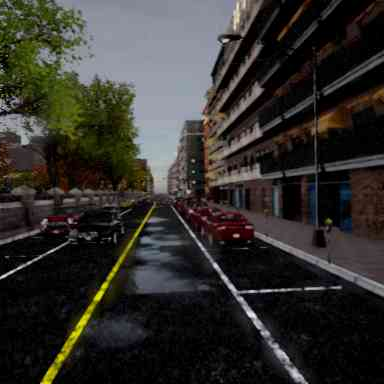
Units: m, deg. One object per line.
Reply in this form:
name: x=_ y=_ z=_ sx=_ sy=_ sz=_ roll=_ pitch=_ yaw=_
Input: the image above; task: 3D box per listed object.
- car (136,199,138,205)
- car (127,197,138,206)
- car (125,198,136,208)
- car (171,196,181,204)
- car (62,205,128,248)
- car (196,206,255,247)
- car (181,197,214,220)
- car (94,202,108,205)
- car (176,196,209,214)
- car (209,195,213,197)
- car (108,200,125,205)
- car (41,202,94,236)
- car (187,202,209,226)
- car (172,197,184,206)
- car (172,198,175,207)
car: x=-10.932 y=1.810 z=58.887 sx=2.008 sy=1.369 sz=4.403 roll=-1 pitch=0 yaw=-5
car: x=-11.425 y=1.802 z=64.326 sx=1.752 sy=1.417 sz=4.829 roll=-1 pitch=0 yaw=-5
car: x=-10.410 y=1.767 z=53.110 sx=1.752 sy=1.417 sz=4.829 roll=-1 pitch=0 yaw=-5
car: x=-3.111 y=1.639 z=65.421 sx=1.752 sy=1.417 sz=4.829 roll=-1 pitch=0 yaw=-5
car: x=-4.315 y=1.595 z=15.575 sx=1.837 sy=1.490 sz=4.892 roll=-1 pitch=0 yaw=-5
car: x=1.471 y=1.520 z=14.784 sx=1.887 sy=1.381 sz=4.507 roll=-1 pitch=0 yaw=-5
car: x=0.454 y=1.443 z=25.998 sx=1.967 sy=1.590 sz=4.097 roll=-1 pitch=0 yaw=-5
car: x=-7.891 y=1.608 z=25.242 sx=1.967 sy=1.590 sz=4.097 roll=-1 pitch=0 yaw=-5
car: x=-0.057 y=1.331 z=31.606 sx=2.192 sy=1.841 sz=5.009 roll=-1 pitch=0 yaw=-5
car: x=6.350 y=1.560 z=93.208 sx=5.009 sy=1.841 sz=2.192 roll=0 pitch=-1 yaw=-5
car: x=-8.903 y=1.746 z=36.458 sx=2.008 sy=1.369 sz=4.403 roll=-1 pitch=0 yaw=-5
car: x=-7.384 y=1.594 z=19.637 sx=1.967 sy=1.590 sz=4.097 roll=-1 pitch=0 yaw=-5
car: x=0.963 y=1.533 z=20.392 sx=1.887 sy=1.381 sz=4.507 roll=-1 pitch=0 yaw=-5
car: x=-2.587 y=1.660 z=59.643 sx=1.947 sy=1.339 sz=4.313 roll=-1 pitch=0 yaw=-5
car: x=-2.083 y=1.517 z=54.035 sx=1.967 sy=1.590 sz=4.097 roll=-1 pitch=0 yaw=-5
